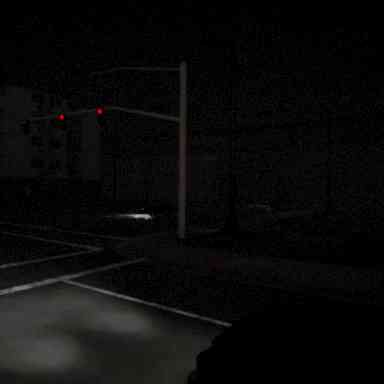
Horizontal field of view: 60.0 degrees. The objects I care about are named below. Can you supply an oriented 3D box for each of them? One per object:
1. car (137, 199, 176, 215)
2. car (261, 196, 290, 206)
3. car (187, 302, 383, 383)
[{"bbox_3d":[-3.344,1.381,31.916,1.994,1.385,4.181,1,1,35],"label":"car"},{"bbox_3d":[12.658,1.328,50.322,4.892,1.490,1.837,1,0,-27],"label":"car"},{"bbox_3d":[2.280,1.601,2.334,4.718,1.301,1.895,0,0,36],"label":"car"}]
